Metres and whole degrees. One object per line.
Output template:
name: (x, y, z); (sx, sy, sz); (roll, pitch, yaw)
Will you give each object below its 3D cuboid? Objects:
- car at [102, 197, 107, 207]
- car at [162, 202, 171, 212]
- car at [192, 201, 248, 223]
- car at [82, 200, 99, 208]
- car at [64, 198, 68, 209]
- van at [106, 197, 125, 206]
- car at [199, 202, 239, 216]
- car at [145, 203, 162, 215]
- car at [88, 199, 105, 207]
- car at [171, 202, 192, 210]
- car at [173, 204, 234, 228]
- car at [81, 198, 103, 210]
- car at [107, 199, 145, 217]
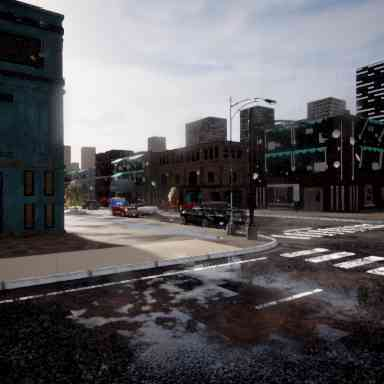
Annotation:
car: (-16.334, 1.939, 63.407); (2.192, 1.841, 5.009); (-1, 0, -35)
car: (-3.528, 1.965, 45.341); (1.802, 1.307, 4.206); (-2, 0, -35)
car: (2.381, 1.584, 26.993); (2.097, 1.767, 4.553); (-1, 0, -35)
car: (-19.270, 2.229, 63.093); (1.994, 1.385, 4.181); (-1, 0, -35)
car: (-23.067, 2.232, 58.422); (1.752, 1.417, 4.829); (-1, 0, -35)
van: (-13.133, 1.906, 58.890); (1.690, 1.788, 3.998); (-1, 0, -35)
car: (2.870, 1.809, 36.308); (2.008, 1.369, 4.403); (-2, 0, -35)
car: (-5.752, 1.994, 38.482); (1.895, 1.301, 4.718); (-1, 0, -35)
car: (-19.528, 2.227, 67.923); (1.887, 1.381, 4.507); (-1, 0, -35)
car: (-0.329, 1.903, 40.825); (1.802, 1.307, 4.206); (-2, 0, -35)
car: (0.757, 1.814, 24.585); (1.947, 1.339, 4.313); (-1, 0, -35)
car: (-16.540, 2.155, 53.877); (1.837, 1.490, 4.892); (-1, 0, -35)
car: (-7.169, 1.846, 35.978); (1.967, 1.590, 4.097); (-1, 0, -35)
